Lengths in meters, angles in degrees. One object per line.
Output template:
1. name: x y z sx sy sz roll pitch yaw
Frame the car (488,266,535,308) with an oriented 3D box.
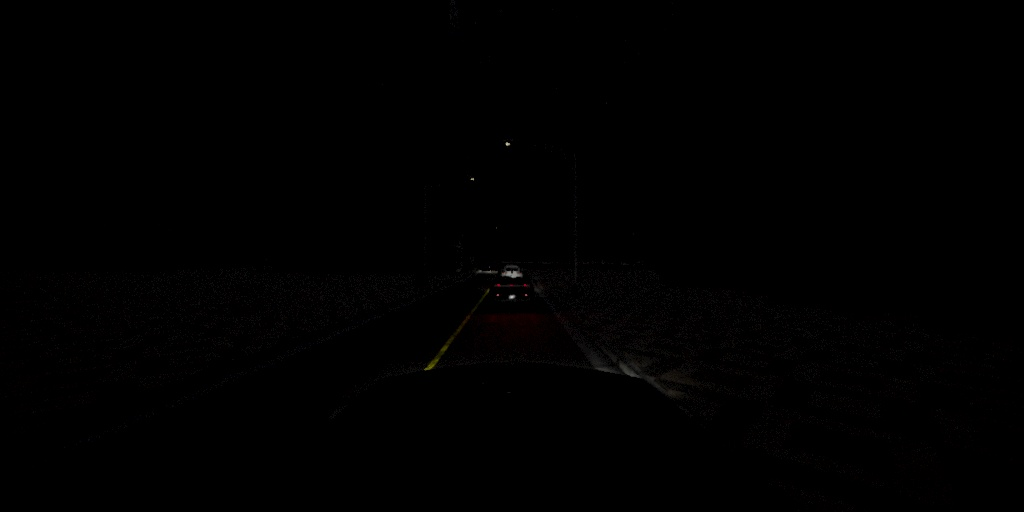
1. car: 0.003 1.378 16.144 2.128 1.511 4.902 0 0 0

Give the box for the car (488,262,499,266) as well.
1. car: -3.017 1.792 62.106 1.882 1.535 5.008 0 -1 0
